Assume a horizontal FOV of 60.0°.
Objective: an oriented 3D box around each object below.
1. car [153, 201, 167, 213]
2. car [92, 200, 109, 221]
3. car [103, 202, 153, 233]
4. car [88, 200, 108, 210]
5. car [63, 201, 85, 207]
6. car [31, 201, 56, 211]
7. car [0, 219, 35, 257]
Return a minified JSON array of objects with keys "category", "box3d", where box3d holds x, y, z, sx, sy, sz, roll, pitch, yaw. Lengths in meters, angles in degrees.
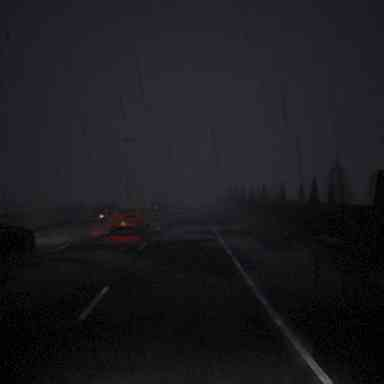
[{"category":"car","box3d":[-3.995,1.739,38.643,1.994,1.385,4.181,-1,0,-1]},{"category":"car","box3d":[-7.411,1.725,29.554,1.837,1.490,4.892,-1,0,-1]},{"category":"car","box3d":[-3.827,1.605,20.847,1.882,1.535,5.008,-1,0,-1]},{"category":"car","box3d":[-14.779,2.027,52.704,1.994,1.385,4.181,-1,-1,0]},{"category":"car","box3d":[-18.272,2.066,51.862,2.033,1.411,5.357,-1,-1,0]},{"category":"car","box3d":[-21.757,2.034,48.890,1.882,1.535,5.008,-1,-1,0]},{"category":"car","box3d":[-7.194,1.663,11.456,2.128,1.511,4.902,-1,0,-1]}]
